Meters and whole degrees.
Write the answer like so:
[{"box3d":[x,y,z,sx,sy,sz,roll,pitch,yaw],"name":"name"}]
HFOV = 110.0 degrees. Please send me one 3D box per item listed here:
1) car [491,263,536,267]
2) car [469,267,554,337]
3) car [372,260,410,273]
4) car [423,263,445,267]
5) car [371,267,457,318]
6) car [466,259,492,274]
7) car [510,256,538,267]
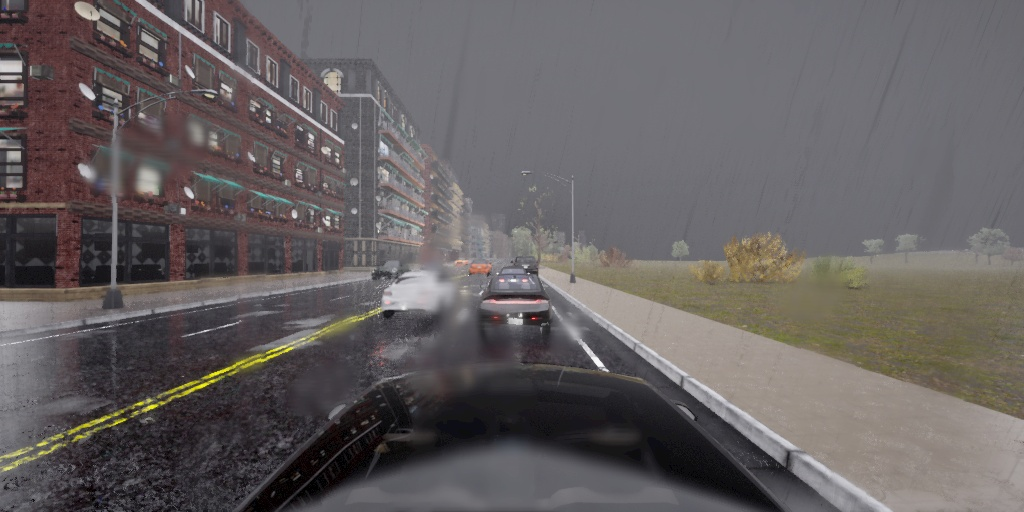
[{"box3d":[0.065,1.300,20.785,2.033,1.411,5.357,0,0,0],"name":"car"},{"box3d":[0.083,1.243,10.345,2.128,1.511,4.902,0,0,0],"name":"car"},{"box3d":[-9.910,1.105,29.734,2.097,1.767,4.553,0,0,0],"name":"car"},{"box3d":[-6.662,1.301,30.587,2.033,1.411,5.357,0,0,0],"name":"car"},{"box3d":[-3.174,1.277,12.856,1.812,1.442,4.674,0,0,0],"name":"car"},{"box3d":[-3.225,1.104,37.513,2.097,1.767,4.553,0,0,0],"name":"car"},{"box3d":[1.076,0.978,30.997,2.150,2.045,5.566,0,0,0],"name":"car"}]
